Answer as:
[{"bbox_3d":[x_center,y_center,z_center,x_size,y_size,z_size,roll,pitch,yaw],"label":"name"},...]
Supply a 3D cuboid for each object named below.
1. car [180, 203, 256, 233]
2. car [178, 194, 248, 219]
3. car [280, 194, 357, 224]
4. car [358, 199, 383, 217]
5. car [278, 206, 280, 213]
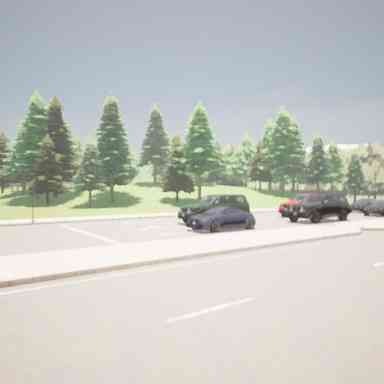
[{"bbox_3d":[1.749,1.538,19.409,4.181,1.385,1.994,0,0,-35],"label":"car"},{"bbox_3d":[1.684,1.190,23.629,5.566,2.045,2.150,0,0,-35],"label":"car"},{"bbox_3d":[9.509,1.176,24.815,5.566,2.045,2.150,0,0,-34],"label":"car"},{"bbox_3d":[17.570,1.460,30.398,4.674,1.442,1.812,0,0,-34],"label":"car"},{"bbox_3d":[10.165,1.169,29.506,5.566,2.045,2.150,0,0,-33],"label":"car"}]
